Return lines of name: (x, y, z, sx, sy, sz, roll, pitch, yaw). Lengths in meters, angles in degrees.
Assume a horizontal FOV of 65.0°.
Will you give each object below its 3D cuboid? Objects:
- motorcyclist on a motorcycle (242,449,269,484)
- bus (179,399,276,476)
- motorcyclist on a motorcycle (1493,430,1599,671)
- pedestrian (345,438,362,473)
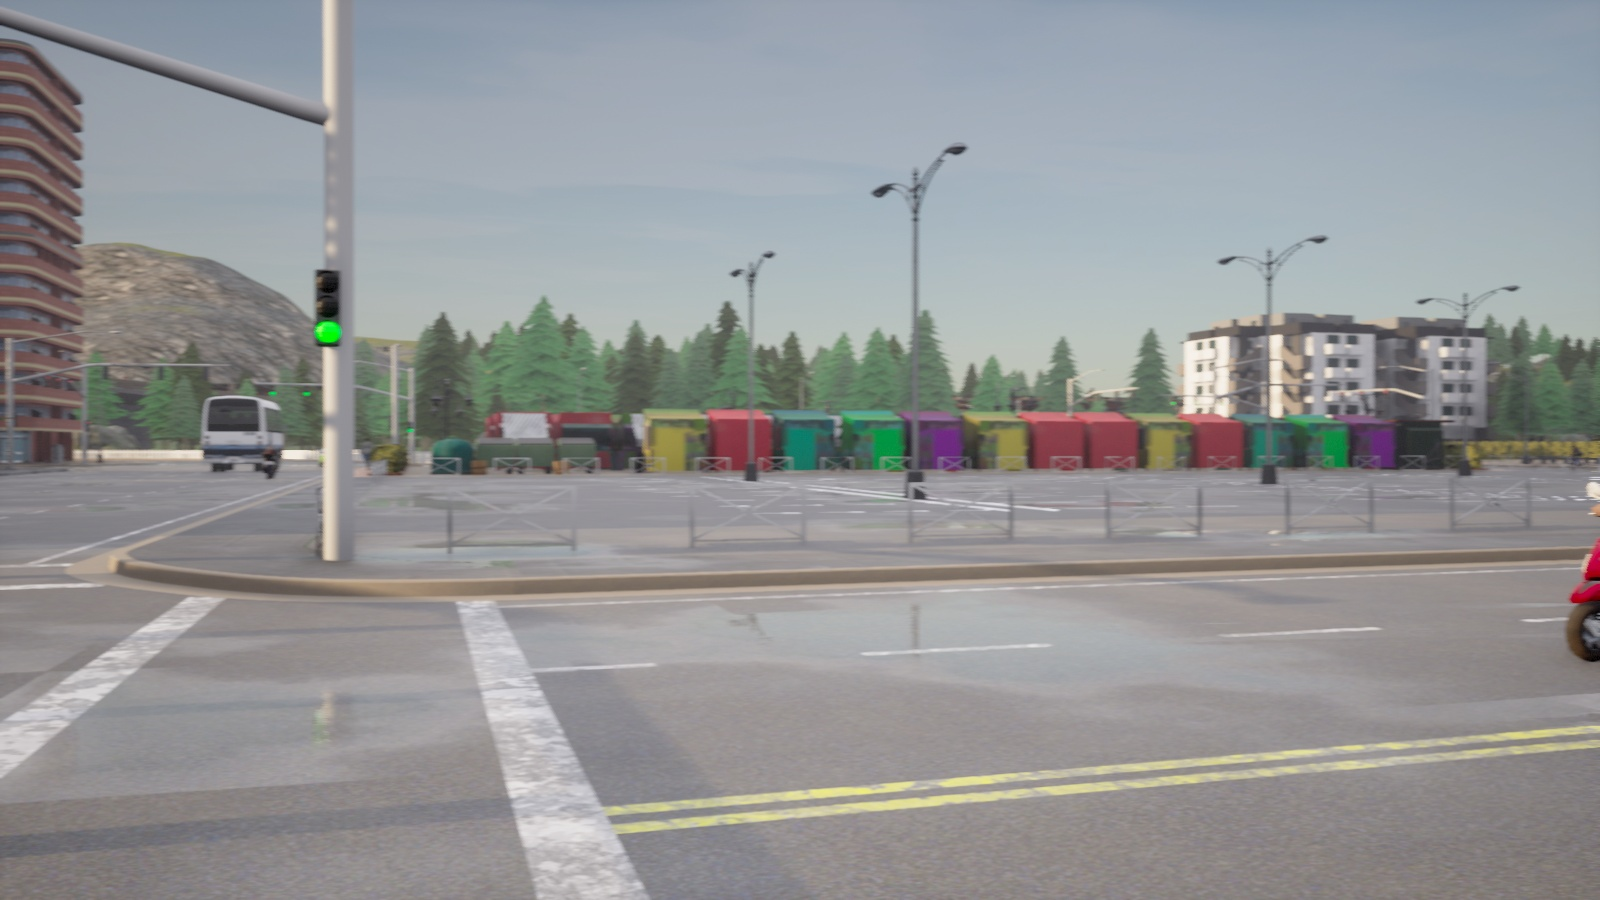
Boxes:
motorcyclist on a motorcycle: (-24.083, 0.711, 55.530, 0.866, 1.530, 2.191, 0, 0, -17)
bus: (-33.588, -0.699, 74.167, 3.944, 4.253, 10.273, 0, 0, -17)
motorcyclist on a motorcycle: (6.014, 0.658, 8.939, 1.817, 1.590, 0.866, 0, 0, -17)
pedestrian: (-24.278, 0.305, 68.257, 0.874, 1.855, 0.900, 0, 0, -19)
